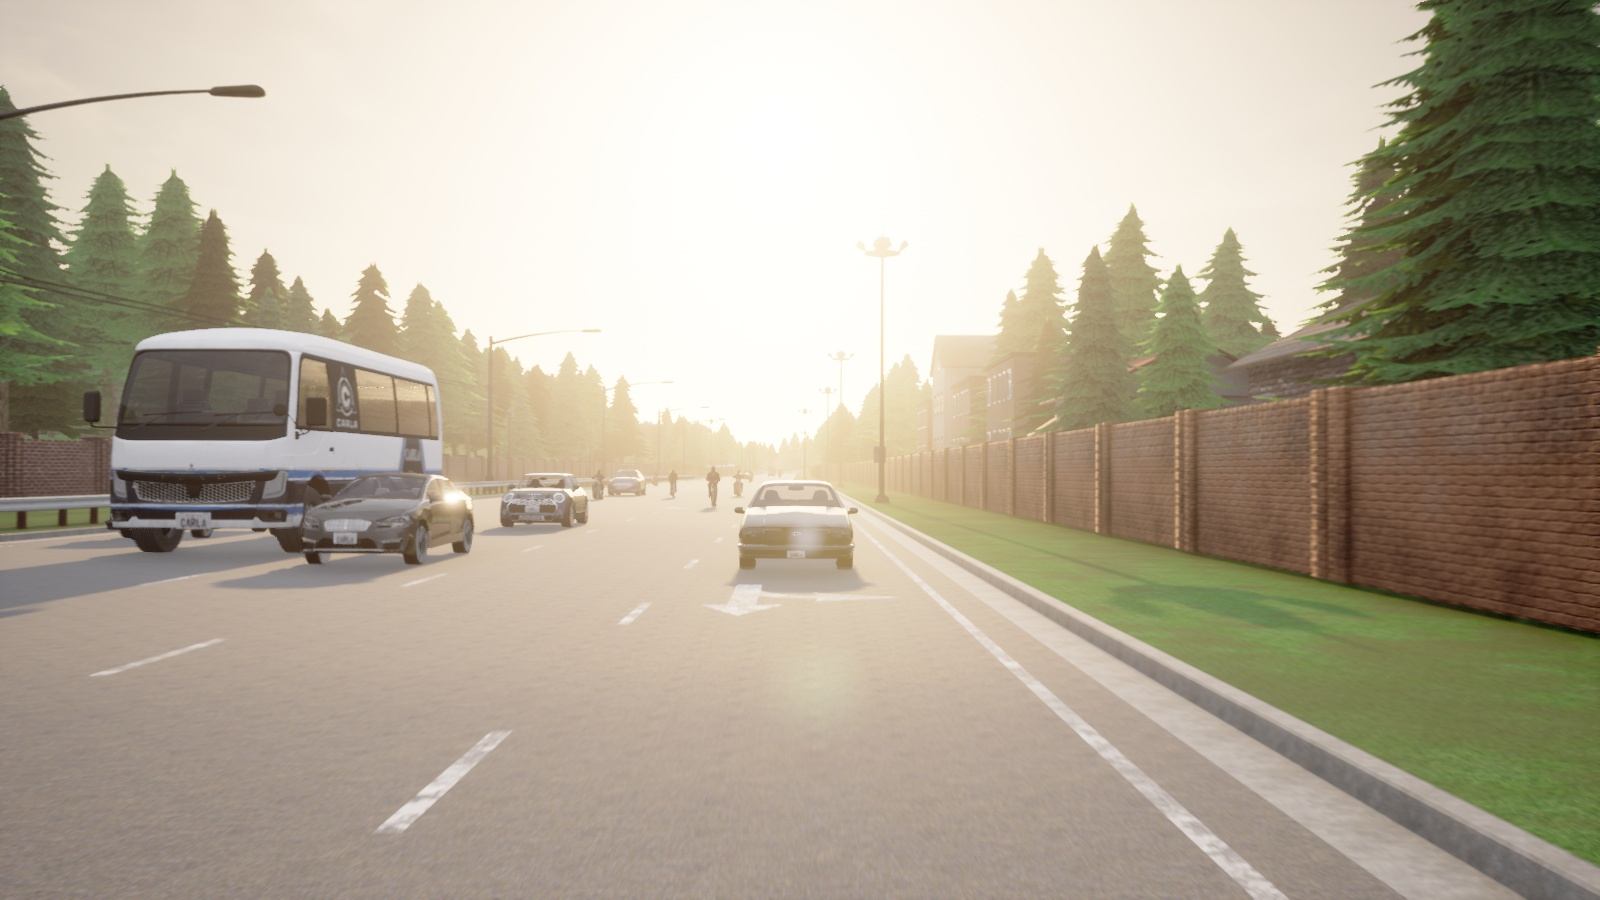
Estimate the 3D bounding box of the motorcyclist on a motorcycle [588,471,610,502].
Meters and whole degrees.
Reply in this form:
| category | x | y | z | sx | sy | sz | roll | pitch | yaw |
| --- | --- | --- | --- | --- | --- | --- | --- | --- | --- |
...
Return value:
| category | x | y | z | sx | sy | sz | roll | pitch | yaw |
| --- | --- | --- | --- | --- | --- | --- | --- | --- | --- |
| motorcyclist on a motorcycle | -10.662 | 1.922 | 66.637 | 0.766 | 1.649 | 2.350 | 0 | -1 | 0 |

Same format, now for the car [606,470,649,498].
| category | x | y | z | sx | sy | sz | roll | pitch | yaw |
| --- | --- | --- | --- | --- | --- | --- | --- | --- | --- |
| car | -10.690 | 2.094 | 78.161 | 2.033 | 1.649 | 4.856 | 0 | -1 | 0 |

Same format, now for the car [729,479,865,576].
| category | x | y | z | sx | sy | sz | roll | pitch | yaw |
| --- | --- | --- | --- | --- | --- | --- | --- | --- | --- |
| car | -0.052 | 1.223 | 21.555 | 2.033 | 1.411 | 5.357 | 0 | -1 | 0 |

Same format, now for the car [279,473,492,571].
| category | x | y | z | sx | sy | sz | roll | pitch | yaw |
| --- | --- | --- | --- | --- | --- | --- | --- | --- | --- |
| car | -7.054 | 1.167 | 22.013 | 2.128 | 1.511 | 4.902 | 0 | -1 | 0 |

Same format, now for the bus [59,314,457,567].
| category | x | y | z | sx | sy | sz | roll | pitch | yaw |
| --- | --- | --- | --- | --- | --- | --- | --- | --- | --- |
| bus | -10.570 | -0.078 | 26.381 | 3.944 | 4.253 | 10.273 | 0 | -1 | 0 |

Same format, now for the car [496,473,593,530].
| category | x | y | z | sx | sy | sz | roll | pitch | yaw |
| --- | --- | --- | --- | --- | --- | --- | --- | --- | --- |
| car | -7.086 | 1.397 | 35.185 | 1.970 | 1.475 | 3.806 | 0 | -1 | 0 |

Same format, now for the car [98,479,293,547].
| category | x | y | z | sx | sy | sz | roll | pitch | yaw |
| --- | --- | --- | --- | --- | --- | --- | --- | --- | --- |
| car | -14.072 | 1.414 | 29.655 | 2.033 | 1.411 | 5.357 | 0 | -1 | 0 |
